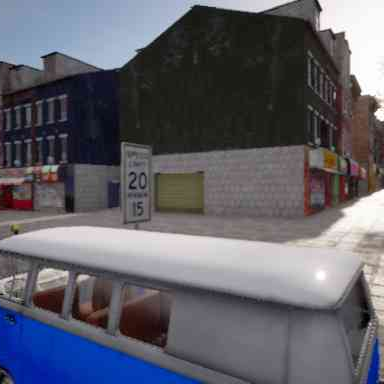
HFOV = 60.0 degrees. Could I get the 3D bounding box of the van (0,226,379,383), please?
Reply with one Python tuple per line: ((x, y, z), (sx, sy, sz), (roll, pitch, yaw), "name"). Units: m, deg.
((-0.430, 1.301, 3.106), (3.998, 1.788, 1.690), (0, 1, 33), "van")
